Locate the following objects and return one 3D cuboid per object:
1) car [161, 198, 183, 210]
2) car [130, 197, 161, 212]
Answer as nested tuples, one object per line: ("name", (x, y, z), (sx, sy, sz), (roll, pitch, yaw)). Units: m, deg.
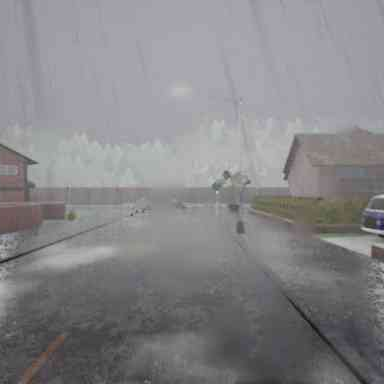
("car", (-3.225, 1.646, 44.921), (1.837, 1.490, 4.892), (3, -3, -43))
("car", (-4.001, 1.204, 28.102), (1.837, 1.490, 4.892), (0, 0, 0))
